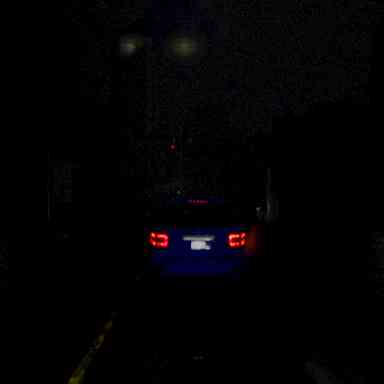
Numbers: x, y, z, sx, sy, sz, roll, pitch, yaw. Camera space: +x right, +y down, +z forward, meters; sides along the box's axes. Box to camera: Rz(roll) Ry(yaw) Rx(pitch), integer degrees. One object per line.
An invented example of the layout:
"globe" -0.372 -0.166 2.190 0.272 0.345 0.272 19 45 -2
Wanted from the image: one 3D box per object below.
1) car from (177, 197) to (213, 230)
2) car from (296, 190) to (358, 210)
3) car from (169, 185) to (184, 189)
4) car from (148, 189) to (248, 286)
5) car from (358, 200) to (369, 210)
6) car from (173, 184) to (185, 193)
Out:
"car" 0.128 1.124 19.160 1.837 1.490 4.892 0 2 0
"car" 12.836 0.733 32.434 5.009 1.841 2.192 1 1 0
"car" -2.652 -0.079 48.669 2.097 1.767 4.553 0 2 0
"car" 0.115 1.068 9.132 2.150 2.045 5.566 0 1 0
"car" 18.234 1.076 32.429 4.206 1.307 1.802 1 1 0
"car" -2.529 -0.654 64.924 2.128 1.511 4.902 0 3 1
